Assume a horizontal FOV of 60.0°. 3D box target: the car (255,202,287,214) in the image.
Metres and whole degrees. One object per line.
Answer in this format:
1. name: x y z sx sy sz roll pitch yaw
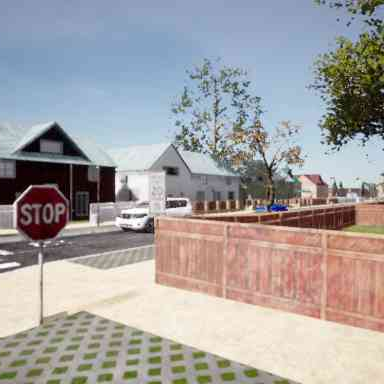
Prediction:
1. car: 8.329 1.804 34.895 1.882 1.535 5.008 0 0 37

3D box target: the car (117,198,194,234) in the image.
1. car: -2.127 1.382 21.039 2.150 2.045 5.566 0 0 37
